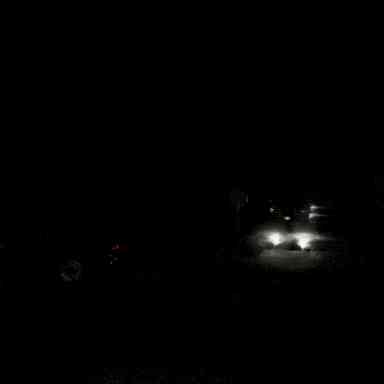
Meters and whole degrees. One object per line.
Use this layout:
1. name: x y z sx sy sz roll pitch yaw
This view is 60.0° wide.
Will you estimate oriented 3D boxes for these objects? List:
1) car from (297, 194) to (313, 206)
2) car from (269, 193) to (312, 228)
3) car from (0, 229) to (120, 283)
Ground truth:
1. car: 15.776 1.123 46.384 1.882 1.535 5.008 -1 0 21
2. car: 6.298 1.083 21.276 2.150 2.045 5.566 -1 0 21
3. car: -4.529 1.752 9.369 4.718 1.301 1.895 -1 -1 -4
